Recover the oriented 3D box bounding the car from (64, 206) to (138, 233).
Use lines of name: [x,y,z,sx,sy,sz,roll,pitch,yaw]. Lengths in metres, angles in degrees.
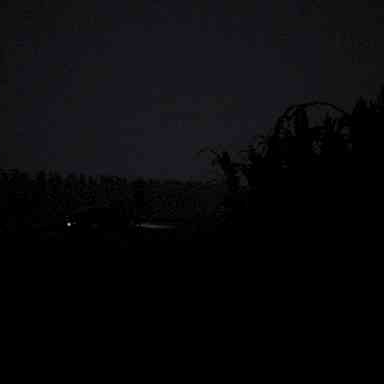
car: [-5.524,1.618,20.794,1.837,1.490,4.892,0,-1,37]
